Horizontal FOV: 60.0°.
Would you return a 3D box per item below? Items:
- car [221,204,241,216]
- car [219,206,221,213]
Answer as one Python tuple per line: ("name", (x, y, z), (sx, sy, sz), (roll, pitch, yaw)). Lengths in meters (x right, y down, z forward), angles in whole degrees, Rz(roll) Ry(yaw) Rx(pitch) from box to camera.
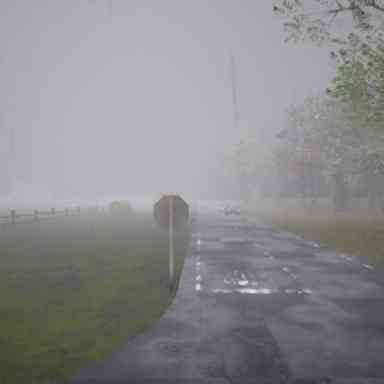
("car", (5.184, 2.422, 43.375), (1.895, 1.301, 4.718), (-1, -1, 2))
("car", (5.373, 2.613, 53.236), (1.895, 1.301, 4.718), (-1, -1, 1))
